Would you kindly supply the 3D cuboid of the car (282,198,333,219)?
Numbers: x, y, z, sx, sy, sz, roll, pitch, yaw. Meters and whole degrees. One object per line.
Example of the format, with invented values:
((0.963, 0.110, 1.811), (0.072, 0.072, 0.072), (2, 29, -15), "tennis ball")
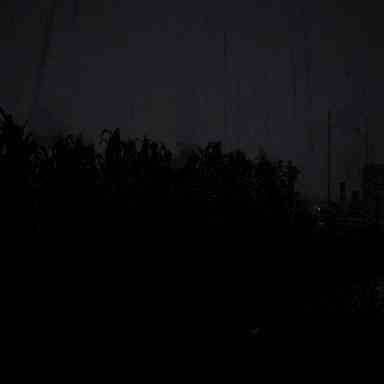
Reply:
((9.017, 1.291, 27.049), (2.097, 1.767, 4.553), (0, 0, -36), "car")
